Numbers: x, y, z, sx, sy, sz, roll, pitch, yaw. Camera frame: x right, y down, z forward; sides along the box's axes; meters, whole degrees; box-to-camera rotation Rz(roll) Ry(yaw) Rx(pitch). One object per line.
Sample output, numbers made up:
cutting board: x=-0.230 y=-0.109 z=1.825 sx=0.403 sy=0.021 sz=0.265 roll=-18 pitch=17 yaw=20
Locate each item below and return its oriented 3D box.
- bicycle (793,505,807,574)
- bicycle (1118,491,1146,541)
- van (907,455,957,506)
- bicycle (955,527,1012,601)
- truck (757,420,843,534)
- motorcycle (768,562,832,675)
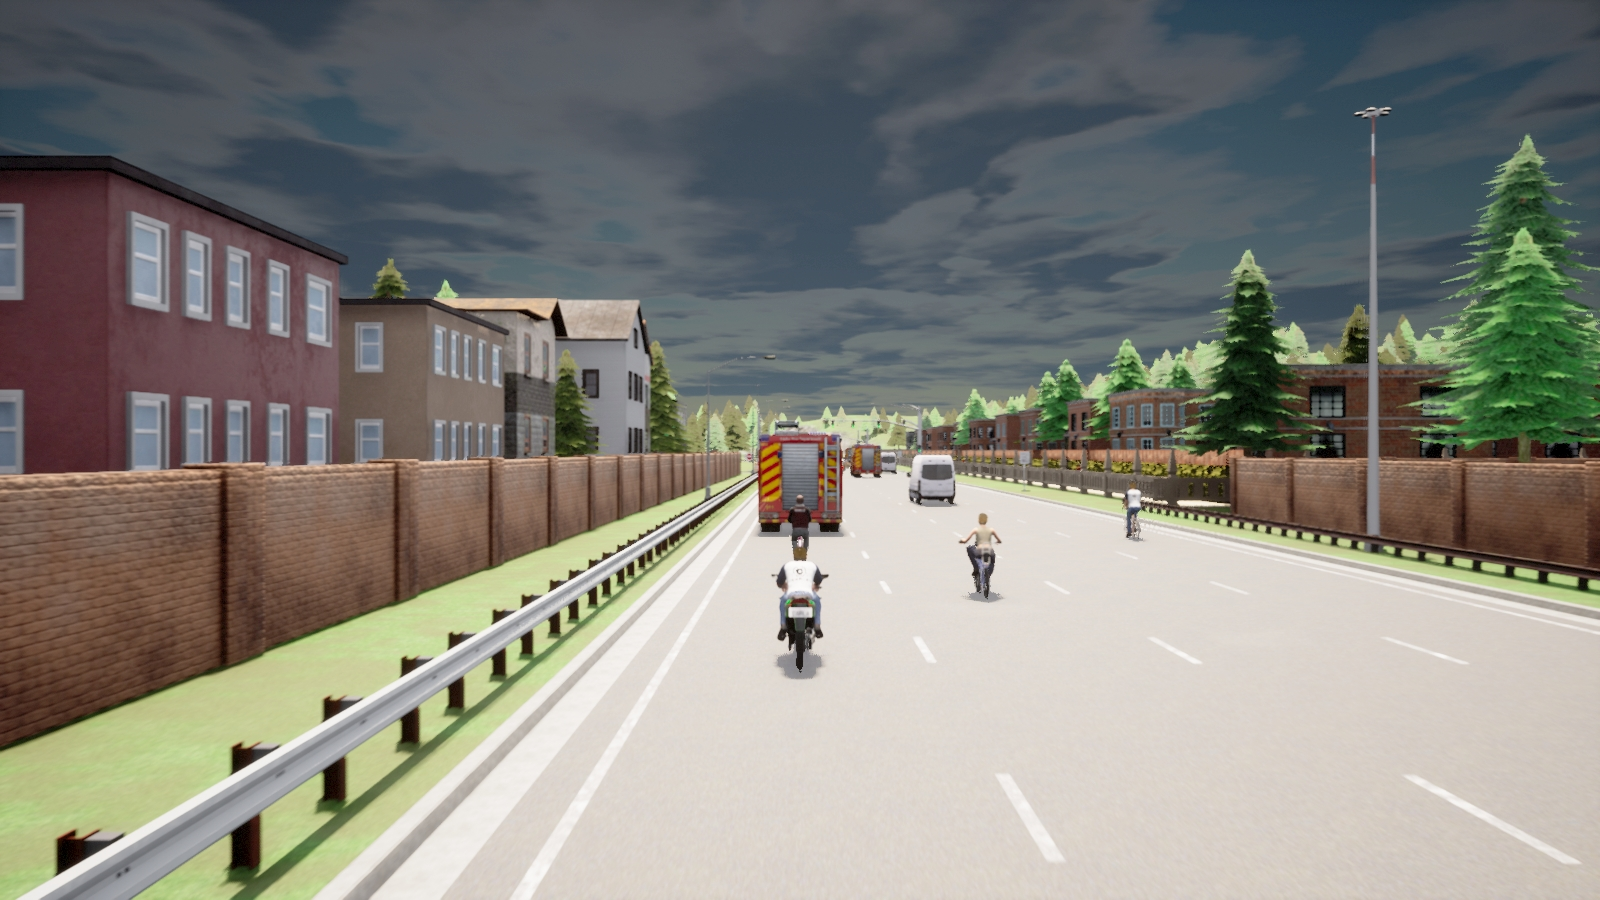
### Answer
bicycle: x=-0.005 y=2.072 z=26.797 sx=0.329 sy=1.471 sz=1.835 roll=0 pitch=0 yaw=0
bicycle: x=10.444 y=2.071 z=35.986 sx=0.373 sy=1.496 sz=1.643 roll=0 pitch=0 yaw=0
van: x=6.999 y=1.559 z=61.195 sx=1.988 sy=2.561 sz=5.915 roll=0 pitch=0 yaw=0
bicycle: x=3.501 y=2.167 z=21.967 sx=0.859 sy=1.277 sz=1.487 roll=0 pitch=0 yaw=0
truck: x=-0.002 y=0.908 z=42.619 sx=2.891 sy=3.827 sz=8.468 roll=0 pitch=0 yaw=0
motorcycle: x=0.000 y=2.193 z=15.210 sx=0.803 sy=1.199 sz=2.033 roll=0 pitch=0 yaw=0
